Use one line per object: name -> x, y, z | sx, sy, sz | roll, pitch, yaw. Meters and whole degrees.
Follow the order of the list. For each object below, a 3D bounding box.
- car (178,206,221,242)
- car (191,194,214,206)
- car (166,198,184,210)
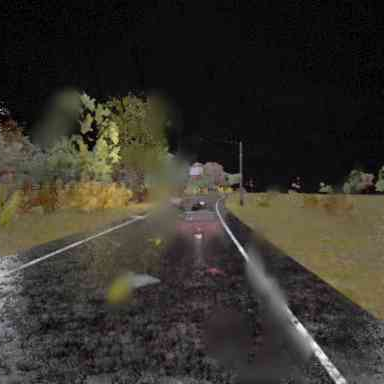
car -> 0.378, 1.601, 16.402 | 1.895, 1.301, 4.718 | 0, 0, 2
car -> 1.119, 1.220, 34.733 | 2.150, 2.045, 5.566 | 0, 0, 3
car -> -2.093, 1.484, 42.735 | 1.882, 1.535, 5.008 | 0, 0, 4
